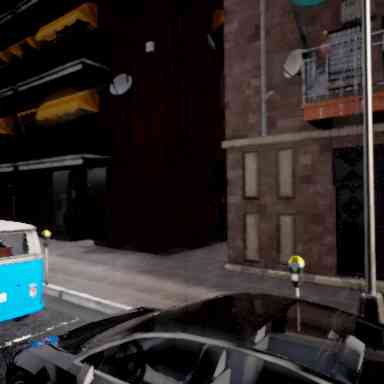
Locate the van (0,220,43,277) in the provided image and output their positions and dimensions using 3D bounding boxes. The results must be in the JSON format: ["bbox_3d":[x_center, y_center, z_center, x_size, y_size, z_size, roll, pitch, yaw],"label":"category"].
[{"bbox_3d":[-4.373,1.345,5.995,3.998,1.788,1.690,0,-1,36],"label":"van"}]

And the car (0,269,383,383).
[{"bbox_3d":[0.246,1.567,2.722,4.313,1.339,1.947,0,-1,36],"label":"car"}]
